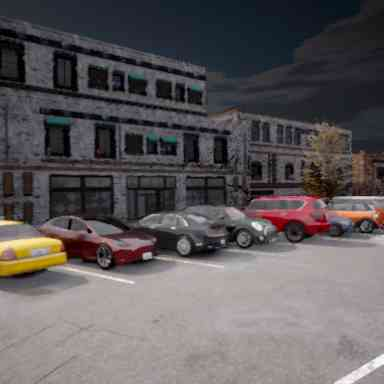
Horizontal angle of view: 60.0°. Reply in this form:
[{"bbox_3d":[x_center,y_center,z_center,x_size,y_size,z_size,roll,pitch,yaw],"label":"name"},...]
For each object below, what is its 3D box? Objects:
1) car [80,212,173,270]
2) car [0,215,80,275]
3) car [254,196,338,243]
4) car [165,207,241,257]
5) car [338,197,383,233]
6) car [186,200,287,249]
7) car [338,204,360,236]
[{"bbox_3d":[-3.282,1.516,11.209,4.792,1.488,2.163,-1,-1,35],"label":"car"},{"bbox_3d":[-5.849,1.485,9.634,5.366,1.575,1.946,-1,-1,35],"label":"car"},{"bbox_3d":[3.833,1.244,16.357,5.566,2.045,2.435,-1,-1,35],"label":"car"},{"bbox_3d":[-0.914,1.489,12.928,4.892,1.521,2.231,-1,-1,35],"label":"car"},{"bbox_3d":[8.659,1.380,19.728,4.553,1.767,2.185,-1,-1,35],"label":"car"},{"bbox_3d":[1.449,1.365,14.665,4.553,1.767,2.185,-1,-1,34],"label":"car"},{"bbox_3d":[6.249,1.540,18.046,4.674,1.452,2.002,-1,-1,35],"label":"car"}]
